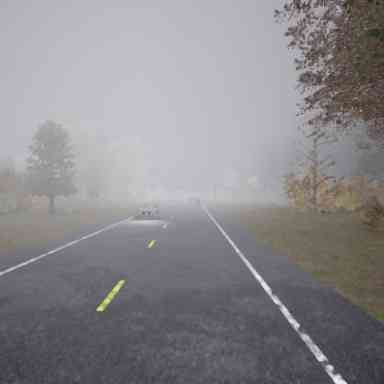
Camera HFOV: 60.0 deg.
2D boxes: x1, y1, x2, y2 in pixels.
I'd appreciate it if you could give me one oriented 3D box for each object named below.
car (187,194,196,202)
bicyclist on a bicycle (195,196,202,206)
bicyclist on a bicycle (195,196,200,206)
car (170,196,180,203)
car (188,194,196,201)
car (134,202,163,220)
[{"bbox_3d":[-0.010,1.560,70.946,1.895,1.301,4.718,0,0,0],"label":"car"},{"bbox_3d":[0.971,1.420,45.961,0.866,1.612,1.509,0,0,0],"label":"bicyclist on a bicycle"},{"bbox_3d":[0.940,1.414,55.373,0.866,1.612,1.509,0,0,0],"label":"bicyclist on a bicycle"},{"bbox_3d":[-3.509,1.487,69.480,1.812,1.442,4.674,0,0,0],"label":"car"},{"bbox_3d":[-0.011,1.302,81.375,2.097,1.767,4.553,0,0,0],"label":"car"},{"bbox_3d":[-3.599,1.556,28.163,1.994,1.385,4.181,0,0,0],"label":"car"}]
